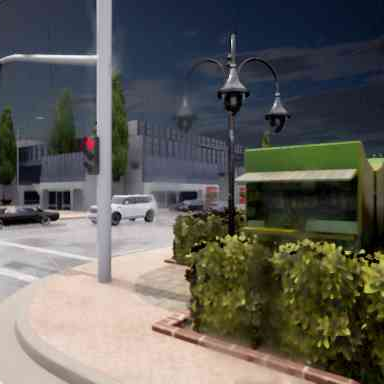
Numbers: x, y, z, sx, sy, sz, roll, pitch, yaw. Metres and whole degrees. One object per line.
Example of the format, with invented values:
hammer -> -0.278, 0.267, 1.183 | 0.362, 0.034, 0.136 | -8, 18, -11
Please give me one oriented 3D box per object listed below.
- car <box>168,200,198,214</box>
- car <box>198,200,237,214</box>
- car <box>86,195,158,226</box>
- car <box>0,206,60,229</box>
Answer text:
car -> -0.204, 1.540, 35.928 | 2.033, 1.411, 5.357 | 0, 0, 37
car -> 2.869, 1.557, 34.181 | 1.994, 1.385, 4.181 | 0, 0, 37
car -> -4.816, 1.215, 23.933 | 2.150, 2.045, 5.566 | 0, 0, 37
car -> -11.154, 1.593, 21.392 | 1.895, 1.301, 4.718 | 0, 0, 38
